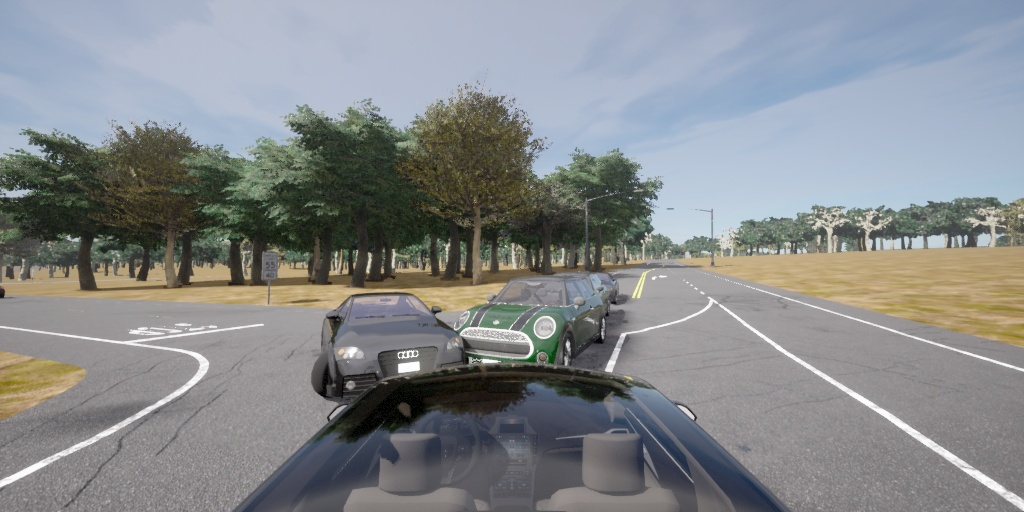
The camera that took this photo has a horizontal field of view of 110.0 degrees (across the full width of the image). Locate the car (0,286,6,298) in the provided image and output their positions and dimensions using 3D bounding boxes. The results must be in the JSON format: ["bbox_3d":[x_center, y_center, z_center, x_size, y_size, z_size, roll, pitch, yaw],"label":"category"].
[{"bbox_3d":[-40.856,2.562,27.343,4.181,1.385,1.994,-2,-3,22],"label":"car"}]

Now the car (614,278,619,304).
[{"bbox_3d":[4.221,1.509,17.822,1.994,1.385,4.181,-1,0,19],"label":"car"}]

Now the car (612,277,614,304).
[{"bbox_3d":[2.027,1.344,12.095,2.097,1.767,4.553,-1,-1,21],"label":"car"}]

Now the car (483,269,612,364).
[{"bbox_3d":[0.620,1.218,7.782,2.097,1.767,4.553,-1,-2,26],"label":"car"}]

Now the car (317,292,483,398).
[{"bbox_3d":[-2.351,1.375,6.577,1.994,1.385,4.181,1,-2,-29],"label":"car"}]
